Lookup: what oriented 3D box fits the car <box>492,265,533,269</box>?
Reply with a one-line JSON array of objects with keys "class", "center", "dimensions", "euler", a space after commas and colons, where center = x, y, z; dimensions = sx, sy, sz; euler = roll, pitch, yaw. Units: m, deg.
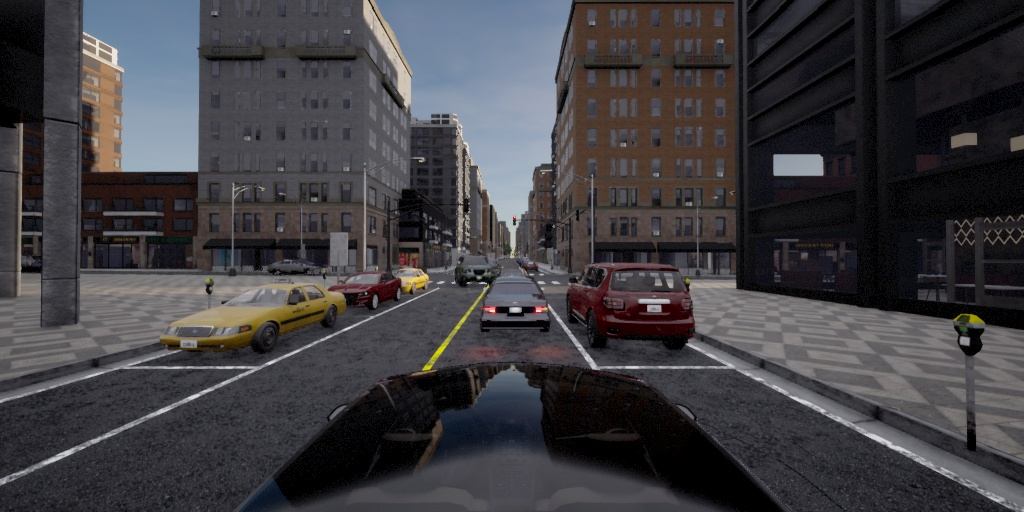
[{"class": "car", "center": [0.019, 1.355, 20.560], "dimensions": [1.895, 1.301, 4.718], "euler": [0, 0, 0]}]

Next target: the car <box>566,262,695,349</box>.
[{"class": "car", "center": [2.649, 1.066, 9.102], "dimensions": [2.192, 1.841, 5.009], "euler": [0, 0, 0]}]

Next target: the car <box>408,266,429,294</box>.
[{"class": "car", "center": [-5.907, 1.279, 20.166], "dimensions": [1.751, 1.417, 4.829], "euler": [0, 0, 0]}]

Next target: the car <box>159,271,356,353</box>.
[{"class": "car", "center": [-5.876, 1.277, 8.917], "dimensions": [1.751, 1.417, 4.829], "euler": [0, 0, 0]}]

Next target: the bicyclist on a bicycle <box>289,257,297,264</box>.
[{"class": "bicyclist on a bicycle", "center": [-23.110, 0.909, 37.750], "dimensions": [0.582, 1.620, 1.656], "euler": [0, 0, 0]}]

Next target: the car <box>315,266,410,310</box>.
[{"class": "car", "center": [-5.892, 1.298, 14.712], "dimensions": [1.888, 1.381, 4.507], "euler": [0, 0, 0]}]

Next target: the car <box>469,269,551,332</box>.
[{"class": "car", "center": [0.067, 1.299, 10.833], "dimensions": [2.033, 1.411, 5.357], "euler": [0, 0, 0]}]

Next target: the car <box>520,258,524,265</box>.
[{"class": "car", "center": [2.529, 1.344, 53.043], "dimensions": [1.802, 1.307, 4.207], "euler": [0, 0, 0]}]

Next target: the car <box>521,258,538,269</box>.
[{"class": "car", "center": [2.545, 1.343, 47.370], "dimensions": [1.802, 1.307, 4.207], "euler": [0, 0, 0]}]

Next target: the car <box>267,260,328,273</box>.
[{"class": "car", "center": [-18.717, 1.075, 31.498], "dimensions": [4.902, 1.511, 2.128], "euler": [1, -1, 0]}]

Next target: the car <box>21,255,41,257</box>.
[{"class": "car", "center": [-47.615, 0.704, 34.735], "dimensions": [4.553, 1.767, 2.097], "euler": [1, -1, 1]}]

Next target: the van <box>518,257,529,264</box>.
[{"class": "van", "center": [2.499, 1.108, 64.390], "dimensions": [1.690, 1.789, 3.998], "euler": [0, 0, 0]}]

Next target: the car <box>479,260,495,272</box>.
[{"class": "car", "center": [-3.246, 1.308, 46.796], "dimensions": [2.033, 1.411, 5.357], "euler": [0, 0, -4]}]

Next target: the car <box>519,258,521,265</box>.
[{"class": "car", "center": [2.514, 1.346, 58.717], "dimensions": [1.802, 1.307, 4.207], "euler": [0, 0, 0]}]

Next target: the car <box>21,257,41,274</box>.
[{"class": "car", "center": [-41.432, 0.978, 31.583], "dimensions": [4.718, 1.301, 1.895], "euler": [1, -1, 0]}]

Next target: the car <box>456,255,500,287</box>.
[{"class": "car", "center": [-2.653, 0.970, 24.929], "dimensions": [2.150, 2.045, 5.566], "euler": [2, 0, -14]}]
